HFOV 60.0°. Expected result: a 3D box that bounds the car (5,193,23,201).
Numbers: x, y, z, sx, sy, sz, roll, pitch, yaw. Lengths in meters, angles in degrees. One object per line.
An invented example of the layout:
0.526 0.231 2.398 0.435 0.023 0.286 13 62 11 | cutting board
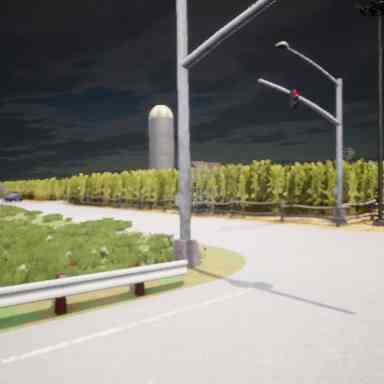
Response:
-28.900 0.945 53.910 1.812 1.442 4.674 -2 2 -42 | car
